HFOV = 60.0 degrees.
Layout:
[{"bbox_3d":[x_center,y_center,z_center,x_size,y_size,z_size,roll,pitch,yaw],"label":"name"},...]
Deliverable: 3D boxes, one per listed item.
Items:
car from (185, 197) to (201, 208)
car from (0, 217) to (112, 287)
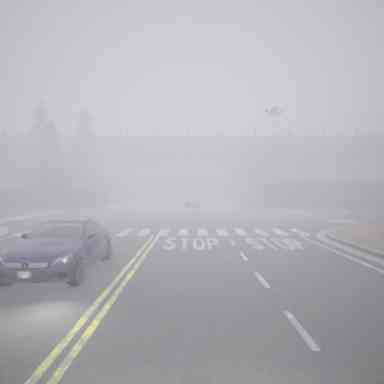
[{"bbox_3d":[0.070,1.296,42.139,1.994,1.385,4.181,0,0,0],"label":"car"},{"bbox_3d":[-3.510,1.465,9.298,1.812,1.442,4.674,0,0,0],"label":"car"}]
